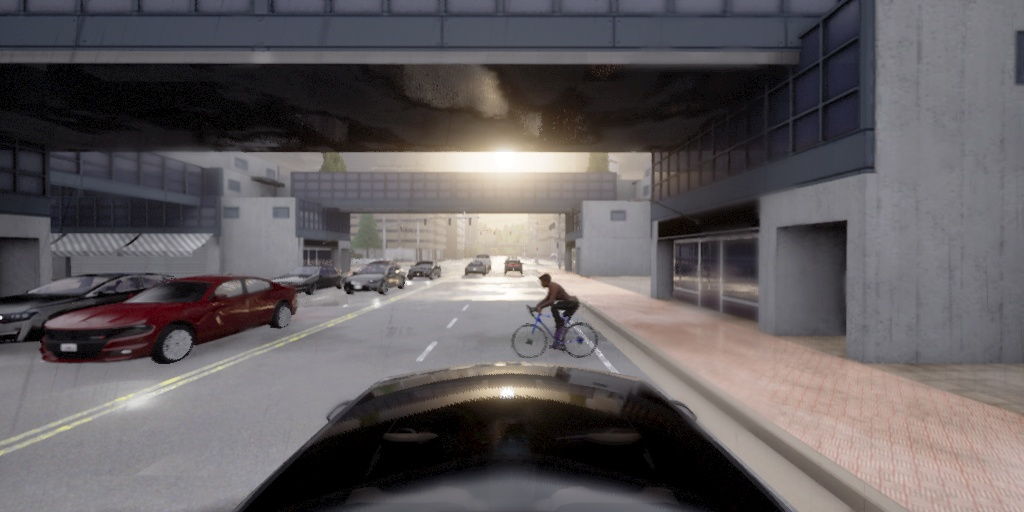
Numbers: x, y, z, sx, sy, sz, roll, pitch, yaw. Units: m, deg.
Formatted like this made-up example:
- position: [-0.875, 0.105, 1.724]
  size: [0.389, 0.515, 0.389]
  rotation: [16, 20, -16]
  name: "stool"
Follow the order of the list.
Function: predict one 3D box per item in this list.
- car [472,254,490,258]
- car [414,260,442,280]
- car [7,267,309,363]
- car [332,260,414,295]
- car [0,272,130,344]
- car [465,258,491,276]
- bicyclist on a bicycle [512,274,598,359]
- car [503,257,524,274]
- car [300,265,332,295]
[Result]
- position: [-3.973, 0.726, 46.678]
  size: [2.150, 2.045, 5.566]
  rotation: [0, 0, -9]
  name: "car"
- position: [-7.003, 1.105, 29.240]
  size: [1.837, 1.490, 4.892]
  rotation: [0, 0, 1]
  name: "car"
- position: [-7.097, 1.188, 8.245]
  size: [1.882, 1.535, 5.008]
  rotation: [0, 0, 0]
  name: "car"
- position: [-7.063, 1.147, 18.922]
  size: [2.128, 1.511, 4.902]
  rotation: [0, 0, 0]
  name: "car"
- position: [-10.595, 1.195, 9.296]
  size: [2.128, 1.511, 4.902]
  rotation: [0, 0, 0]
  name: "car"
- position: [-3.361, 1.138, 34.546]
  size: [1.994, 1.385, 4.181]
  rotation: [0, 0, 1]
  name: "car"
- position: [0.807, 1.160, 6.834]
  size: [1.656, 1.620, 0.582]
  rotation: [-1, 0, 0]
  name: "bicyclist on a bicycle"
- position: [0.158, 1.067, 37.262]
  size: [1.837, 1.490, 4.892]
  rotation: [0, 0, 0]
  name: "car"
- position: [-10.567, 1.199, 19.118]
  size: [2.033, 1.411, 5.357]
  rotation: [0, 0, 0]
  name: "car"
